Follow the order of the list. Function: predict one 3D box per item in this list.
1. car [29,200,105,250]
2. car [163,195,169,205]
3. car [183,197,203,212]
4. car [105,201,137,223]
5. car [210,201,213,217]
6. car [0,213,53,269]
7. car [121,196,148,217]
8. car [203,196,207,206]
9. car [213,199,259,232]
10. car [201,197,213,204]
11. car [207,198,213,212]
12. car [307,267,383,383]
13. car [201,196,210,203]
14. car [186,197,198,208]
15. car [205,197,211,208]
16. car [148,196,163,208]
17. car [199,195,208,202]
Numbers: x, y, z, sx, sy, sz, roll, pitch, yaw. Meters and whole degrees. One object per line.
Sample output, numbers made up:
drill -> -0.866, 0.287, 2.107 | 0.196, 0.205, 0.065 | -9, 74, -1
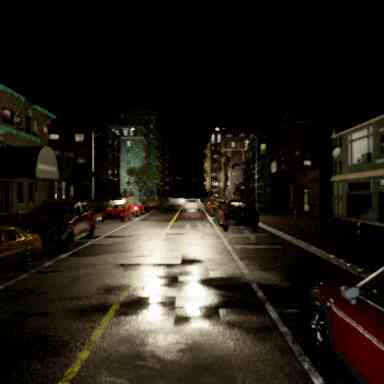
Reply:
car -> -5.679, 1.314, 14.552 | 2.192, 1.841, 5.009 | 1, 0, 0
car -> -5.801, 1.561, 60.461 | 2.008, 1.369, 4.403 | 1, 0, 0
car -> 0.004, 1.529, 38.854 | 1.812, 1.442, 4.674 | 0, 0, 0
car -> -5.681, 1.583, 25.618 | 1.802, 1.307, 4.206 | 1, 0, 0
car -> 2.700, 1.567, 25.616 | 1.947, 1.339, 4.313 | 1, 0, 0
car -> -5.681, 1.525, 8.848 | 1.752, 1.417, 4.829 | 1, 0, 0
car -> -5.678, 1.442, 31.151 | 1.967, 1.590, 4.097 | 1, 0, 0
car -> 2.762, 1.531, 47.612 | 1.752, 1.417, 4.829 | 0, 0, 0
car -> 2.702, 1.315, 20.083 | 2.192, 1.841, 5.009 | 1, 0, 0
car -> 2.832, 1.578, 63.378 | 1.947, 1.339, 4.313 | 0, 0, 0
car -> 2.700, 1.568, 31.149 | 1.947, 1.339, 4.313 | 1, 0, 0
car -> 2.700, 1.440, 3.484 | 1.967, 1.590, 4.097 | 1, 0, 0
car -> 2.833, 1.599, 72.379 | 1.802, 1.307, 4.206 | 0, 0, 0
car -> 0.011, 1.513, 49.770 | 1.837, 1.490, 4.892 | 0, 0, 0
car -> 2.708, 1.547, 36.375 | 1.887, 1.381, 4.507 | 0, 0, 0
car -> -5.748, 1.531, 49.225 | 1.752, 1.417, 4.829 | 1, 0, 0
car -> 2.833, 1.568, 81.381 | 1.887, 1.381, 4.507 | 0, 0, 0
